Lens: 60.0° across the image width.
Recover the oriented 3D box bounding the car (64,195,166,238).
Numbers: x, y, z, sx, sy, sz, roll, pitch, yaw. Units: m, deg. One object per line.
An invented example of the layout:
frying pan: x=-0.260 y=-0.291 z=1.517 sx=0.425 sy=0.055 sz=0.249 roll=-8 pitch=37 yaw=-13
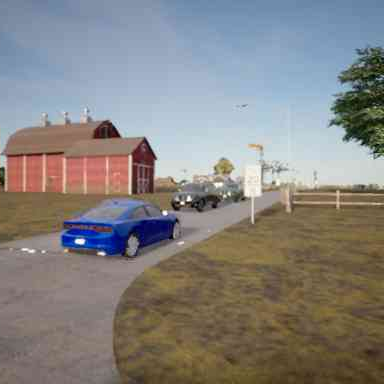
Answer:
car: x=-3.327 y=0.979 z=15.723 sx=2.033 sy=1.411 sz=5.357 roll=0 pitch=2 yaw=21

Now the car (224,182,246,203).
car: x=4.215 y=-0.003 z=35.355 sx=2.150 sy=2.045 sz=5.566 roll=0 pitch=2 yaw=21

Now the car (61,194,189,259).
car: x=-2.013 y=1.050 z=10.902 sx=1.882 sy=1.535 sz=5.008 roll=0 pitch=2 yaw=21

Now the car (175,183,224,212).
car: x=0.369 y=0.326 z=25.351 sx=2.150 sy=2.045 sz=5.566 roll=0 pitch=2 yaw=22

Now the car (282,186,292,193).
car: x=17.996 y=-0.531 z=63.121 sx=2.033 sy=1.411 sz=5.357 roll=0 pitch=1 yaw=21
